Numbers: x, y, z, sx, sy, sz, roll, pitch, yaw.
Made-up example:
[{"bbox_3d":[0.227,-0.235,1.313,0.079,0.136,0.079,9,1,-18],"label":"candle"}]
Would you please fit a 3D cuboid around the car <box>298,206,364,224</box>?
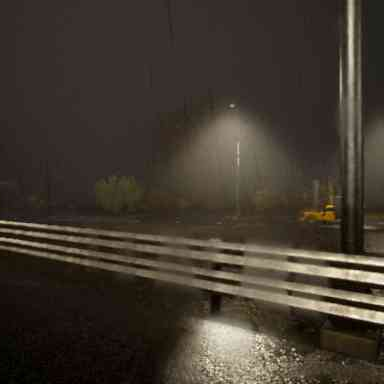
[{"bbox_3d":[11.402,1.855,27.456,5.008,1.535,1.882,0,0,12],"label":"car"}]
